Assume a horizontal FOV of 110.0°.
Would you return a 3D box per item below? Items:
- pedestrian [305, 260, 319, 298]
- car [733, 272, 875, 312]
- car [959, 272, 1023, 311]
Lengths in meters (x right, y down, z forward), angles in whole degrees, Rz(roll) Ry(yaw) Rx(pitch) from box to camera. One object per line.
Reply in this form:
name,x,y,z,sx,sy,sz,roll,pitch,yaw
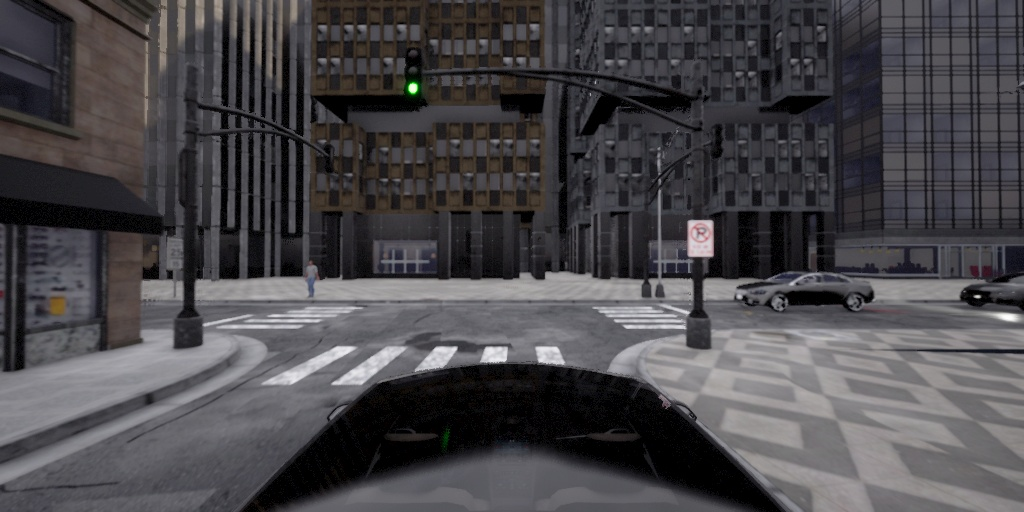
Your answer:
pedestrian,-9.903,1.102,17.723,0.375,1.860,0.375,0,-1,0
car,11.656,1.382,14.511,4.902,1.511,2.128,0,-1,0
car,21.175,1.381,14.431,4.892,1.490,1.837,0,-1,1
